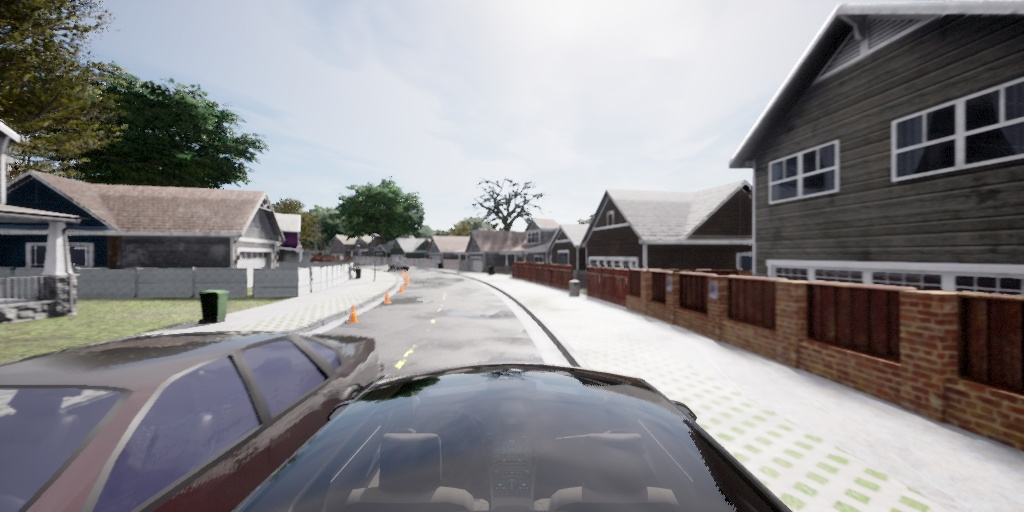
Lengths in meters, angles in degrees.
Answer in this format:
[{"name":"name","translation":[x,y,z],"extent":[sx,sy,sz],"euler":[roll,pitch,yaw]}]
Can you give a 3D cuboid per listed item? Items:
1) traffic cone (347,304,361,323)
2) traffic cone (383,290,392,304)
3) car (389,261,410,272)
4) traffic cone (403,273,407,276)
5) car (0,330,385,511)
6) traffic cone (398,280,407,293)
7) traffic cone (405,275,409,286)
[{"name":"traffic cone","translation":[-4.968,1.792,11.244],"extent":[0.340,0.580,0.340],"euler":[0,0,-6]},{"name":"traffic cone","translation":[-5.596,1.819,16.087],"extent":[0.340,0.580,0.340],"euler":[0,0,-9]},{"name":"car","translation":[-16.340,1.454,51.696],"extent":[1.837,1.490,4.892],"euler":[0,-1,-36]},{"name":"traffic cone","translation":[-8.822,1.859,30.368],"extent":[0.340,0.580,0.340],"euler":[0,0,-17]},{"name":"car","translation":[-2.488,1.308,2.304],"extent":[2.033,1.411,5.357],"euler":[0,-1,-1]},{"name":"traffic cone","translation":[-6.449,1.839,20.896],"extent":[0.340,0.580,0.340],"euler":[0,0,-11]},{"name":"traffic cone","translation":[-7.525,1.850,25.659],"extent":[0.340,0.580,0.340],"euler":[0,0,-14]}]
